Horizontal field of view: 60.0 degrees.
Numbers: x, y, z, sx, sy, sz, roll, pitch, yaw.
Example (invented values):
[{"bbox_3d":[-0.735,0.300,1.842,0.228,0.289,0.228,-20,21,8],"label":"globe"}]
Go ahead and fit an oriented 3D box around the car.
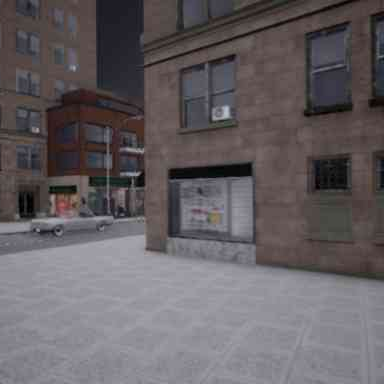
[{"bbox_3d":[-7.050,1.758,19.775,1.895,1.301,4.718,-1,0,35],"label":"car"}]
